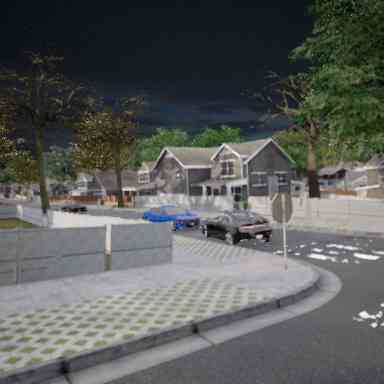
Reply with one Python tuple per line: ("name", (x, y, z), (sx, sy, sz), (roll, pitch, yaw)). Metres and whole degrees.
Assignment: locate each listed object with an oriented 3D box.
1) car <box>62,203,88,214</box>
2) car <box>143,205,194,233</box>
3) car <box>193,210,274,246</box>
("car", (-13.994, 1.953, 39.621), (1.895, 1.301, 4.718), (-4, 1, -35))
("car", (-1.423, 1.643, 21.685), (1.882, 1.535, 5.008), (-4, 2, -35))
("car", (2.033, 1.649, 16.161), (2.128, 1.511, 4.902), (-5, 2, -19))
